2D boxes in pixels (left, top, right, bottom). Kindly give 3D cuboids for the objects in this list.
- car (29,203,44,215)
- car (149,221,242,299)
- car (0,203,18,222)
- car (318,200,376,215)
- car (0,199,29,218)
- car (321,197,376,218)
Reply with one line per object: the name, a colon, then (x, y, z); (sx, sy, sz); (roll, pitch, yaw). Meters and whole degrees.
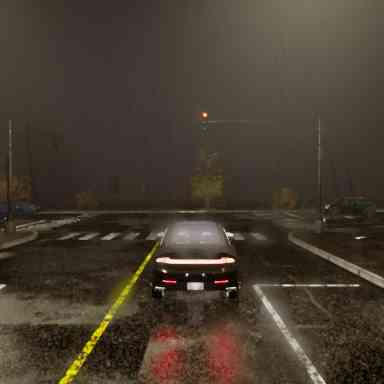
car: (-17.249, 1.580, 32.121); (5.357, 1.411, 2.033); (0, 1, 1)
car: (0.084, 1.489, 8.436); (2.128, 1.511, 4.902); (0, 0, 1)
car: (-16.380, 1.713, 25.414); (4.718, 1.301, 1.895); (0, 1, 1)
car: (14.752, 1.428, 31.820); (4.718, 1.301, 1.895); (0, 1, -2)
car: (-17.205, 1.426, 28.870); (4.553, 1.767, 2.097); (0, 1, 1)
car: (13.147, 1.231, 28.539); (4.553, 1.767, 2.097); (0, 1, -1)
